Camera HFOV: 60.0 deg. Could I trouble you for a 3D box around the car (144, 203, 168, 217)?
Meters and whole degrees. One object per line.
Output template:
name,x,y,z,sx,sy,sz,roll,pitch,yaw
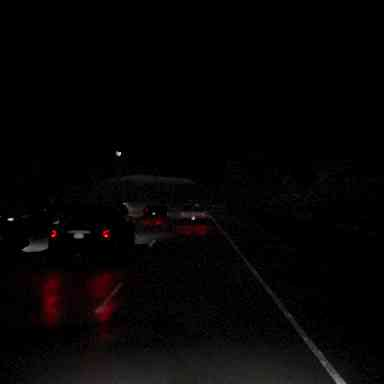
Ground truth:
car,-3.394,1.678,31.935,1.895,1.301,4.718,0,-1,0

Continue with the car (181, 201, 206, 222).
car,0.102,1.626,26.087,1.895,1.301,4.718,0,0,0

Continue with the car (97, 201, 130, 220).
car,-6.894,1.586,29.600,1.812,1.442,4.674,0,0,0

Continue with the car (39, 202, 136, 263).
car,-3.397,1.344,12.118,2.097,1.767,4.553,0,0,0

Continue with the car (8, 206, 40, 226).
car,-10.395,1.565,21.157,1.994,1.385,4.181,0,0,0

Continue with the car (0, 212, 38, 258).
car,-6.892,1.541,9.761,2.033,1.411,5.357,0,0,0
